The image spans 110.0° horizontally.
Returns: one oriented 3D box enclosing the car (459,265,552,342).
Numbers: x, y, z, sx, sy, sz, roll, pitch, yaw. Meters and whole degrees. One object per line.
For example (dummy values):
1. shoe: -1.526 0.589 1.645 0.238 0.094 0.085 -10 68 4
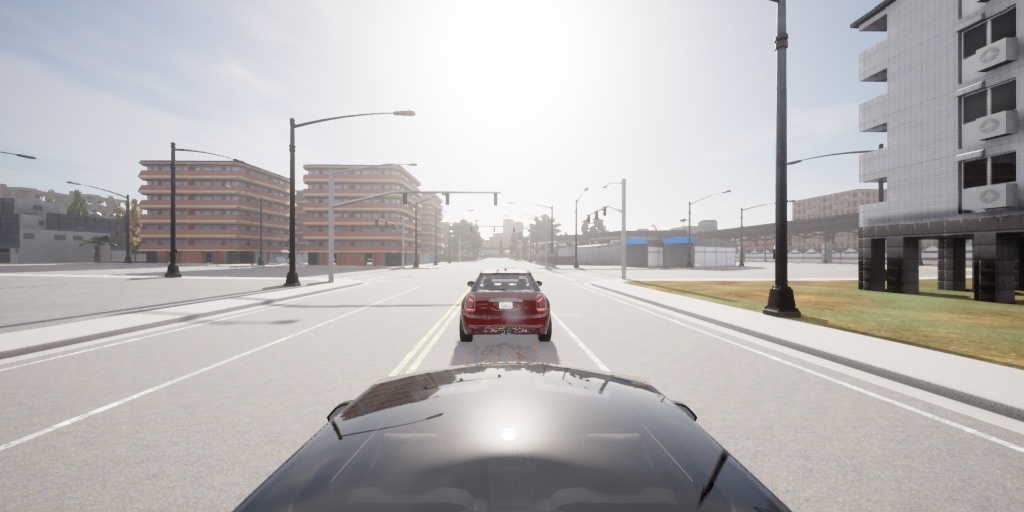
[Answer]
1. car: -0.196 1.102 9.965 2.097 1.767 4.553 0 0 -2
